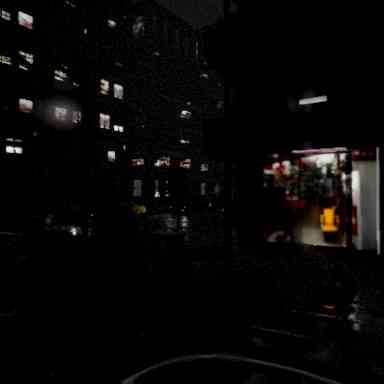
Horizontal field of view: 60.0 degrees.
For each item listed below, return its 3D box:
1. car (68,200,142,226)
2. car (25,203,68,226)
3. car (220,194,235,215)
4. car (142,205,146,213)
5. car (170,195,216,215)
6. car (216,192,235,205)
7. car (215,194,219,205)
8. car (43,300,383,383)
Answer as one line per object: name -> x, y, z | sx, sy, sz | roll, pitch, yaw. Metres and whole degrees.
car -> -5.756, 1.419, 22.427 | 1.994, 1.385, 4.181 | 0, 1, 35
car -> -8.908, 1.443, 22.417 | 2.008, 1.369, 4.403 | 1, 1, 35
car -> 4.318, 1.140, 26.720 | 1.967, 1.590, 4.097 | 1, 1, 35
car -> -5.818, 1.343, 26.842 | 1.752, 1.417, 4.829 | 1, 1, 35
car -> -0.068, 1.222, 30.570 | 1.837, 1.490, 4.892 | 0, 1, 35
car -> 3.840, 0.900, 40.673 | 2.192, 1.841, 5.009 | 1, 1, 35
car -> 0.653, 1.206, 36.112 | 1.887, 1.381, 4.507 | 1, 1, 35
car -> 0.655, 1.555, 2.405 | 4.403, 1.369, 2.008 | 0, 0, 36
